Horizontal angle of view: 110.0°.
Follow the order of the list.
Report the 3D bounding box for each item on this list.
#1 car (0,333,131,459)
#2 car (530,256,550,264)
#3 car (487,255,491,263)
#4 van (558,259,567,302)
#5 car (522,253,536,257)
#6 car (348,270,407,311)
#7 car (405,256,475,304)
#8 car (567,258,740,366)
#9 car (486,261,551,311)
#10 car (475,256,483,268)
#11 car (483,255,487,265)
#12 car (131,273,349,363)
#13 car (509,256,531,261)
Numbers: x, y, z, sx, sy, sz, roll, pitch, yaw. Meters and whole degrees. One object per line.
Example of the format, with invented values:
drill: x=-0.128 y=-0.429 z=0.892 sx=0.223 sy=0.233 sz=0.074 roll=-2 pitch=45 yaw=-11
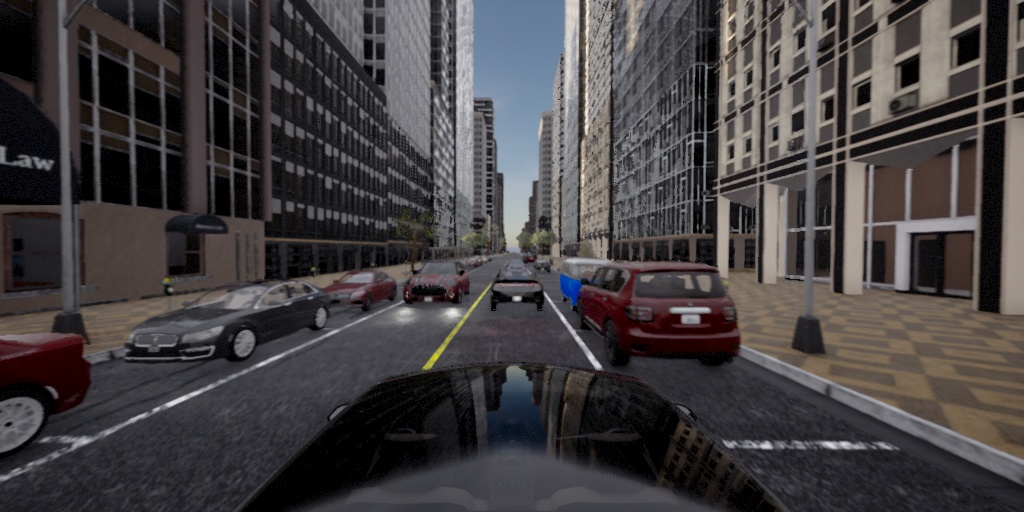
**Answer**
car: x=-5.704 y=1.270 z=2.190 sx=1.888 sy=1.381 sz=4.507 roll=0 pitch=0 yaw=0
car: x=2.941 y=0.967 z=36.224 sx=2.007 sy=1.370 sz=4.403 roll=0 pitch=0 yaw=0
car: x=-5.221 y=0.626 z=64.536 sx=1.751 sy=1.417 sz=4.829 roll=0 pitch=0 yaw=0
van: x=2.764 y=0.984 z=13.492 sx=1.690 sy=1.789 sz=3.998 roll=0 pitch=0 yaw=0
car: x=3.117 y=0.503 z=58.958 sx=2.192 sy=1.841 sz=5.009 roll=0 pitch=0 yaw=0
car: x=-5.616 y=1.194 z=13.557 sx=1.802 sy=1.307 sz=4.207 roll=0 pitch=0 yaw=0
car: x=-3.006 y=0.957 z=15.206 sx=2.097 sy=1.767 sz=4.553 roll=0 pitch=1 yaw=1
car: x=2.720 y=1.014 z=7.809 sx=2.192 sy=1.841 sz=5.009 roll=0 pitch=0 yaw=0
car: x=0.180 y=1.121 z=13.840 sx=2.128 sy=1.511 sz=4.902 roll=0 pitch=1 yaw=0
car: x=-5.352 y=0.853 z=47.655 sx=1.802 sy=1.307 sz=4.207 roll=0 pitch=0 yaw=0
car: x=-5.308 y=0.654 z=53.339 sx=1.967 sy=1.591 sz=4.097 roll=0 pitch=0 yaw=0
car: x=-5.661 y=1.219 z=7.873 sx=2.007 sy=1.370 sz=4.403 roll=0 pitch=0 yaw=0
car: x=0.322 y=1.000 z=31.654 sx=2.033 sy=1.411 sz=5.357 roll=0 pitch=1 yaw=0
